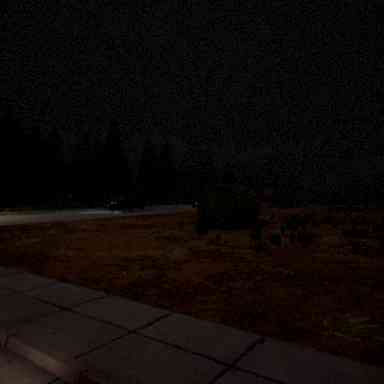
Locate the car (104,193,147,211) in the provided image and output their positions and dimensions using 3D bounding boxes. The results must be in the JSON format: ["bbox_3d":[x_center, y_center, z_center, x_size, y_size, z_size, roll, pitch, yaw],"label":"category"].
[{"bbox_3d":[-7.932,1.203,40.194,2.150,2.045,5.566,0,0,36],"label":"car"}]

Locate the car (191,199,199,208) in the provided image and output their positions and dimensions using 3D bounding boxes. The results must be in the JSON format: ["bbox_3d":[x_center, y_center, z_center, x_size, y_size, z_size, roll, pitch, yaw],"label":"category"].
[{"bbox_3d":[1.801,1.552,47.320,1.994,1.385,4.181,0,0,39],"label":"car"}]
